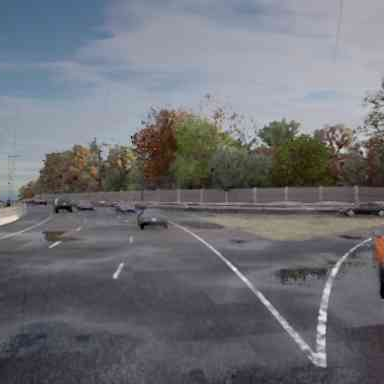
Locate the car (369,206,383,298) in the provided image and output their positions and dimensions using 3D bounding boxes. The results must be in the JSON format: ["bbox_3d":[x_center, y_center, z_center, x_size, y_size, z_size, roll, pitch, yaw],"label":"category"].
[{"bbox_3d":[5.719,1.405,8.231,2.097,1.767,4.553,-1,-1,26],"label":"car"}]

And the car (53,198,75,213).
[{"bbox_3d":[-18.909,1.887,48.589,2.150,2.045,5.566,0,-1,-27],"label":"car"}]

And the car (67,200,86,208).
[{"bbox_3d":[-24.398,2.464,69.987,2.128,1.511,4.902,0,-1,-39],"label":"car"}]

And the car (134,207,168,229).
[{"bbox_3d":[-2.980,1.857,24.614,1.994,1.385,4.181,0,-1,-12],"label":"car"}]

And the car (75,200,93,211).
[{"bbox_3d":[-16.800,2.252,51.964,1.994,1.385,4.181,0,-1,-28],"label":"car"}]

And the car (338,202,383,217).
[{"bbox_3d":[17.412,1.778,33.747,4.892,1.490,1.837,0,-1,10],"label":"car"}]

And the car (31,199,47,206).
[{"bbox_3d":[-39.164,2.692,85.897,1.882,1.535,5.008,0,-1,-44],"label":"car"}]

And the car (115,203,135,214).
[{"bbox_3d":[-8.719,2.085,43.286,2.033,1.411,5.357,0,-1,-23],"label":"car"}]
